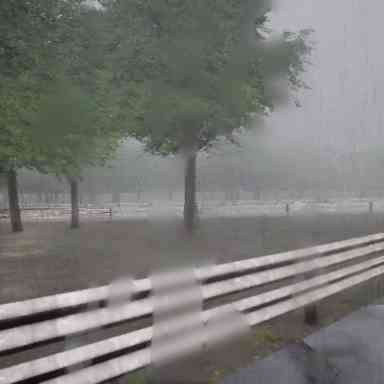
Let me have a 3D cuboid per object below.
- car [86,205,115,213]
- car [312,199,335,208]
[{"bbox_3d":[-11.018,2.333,42.559,5.008,1.535,1.882,-1,0,-5],"label":"car"},{"bbox_3d":[18.029,1.753,44.869,4.892,1.490,1.837,-1,0,-5],"label":"car"}]
